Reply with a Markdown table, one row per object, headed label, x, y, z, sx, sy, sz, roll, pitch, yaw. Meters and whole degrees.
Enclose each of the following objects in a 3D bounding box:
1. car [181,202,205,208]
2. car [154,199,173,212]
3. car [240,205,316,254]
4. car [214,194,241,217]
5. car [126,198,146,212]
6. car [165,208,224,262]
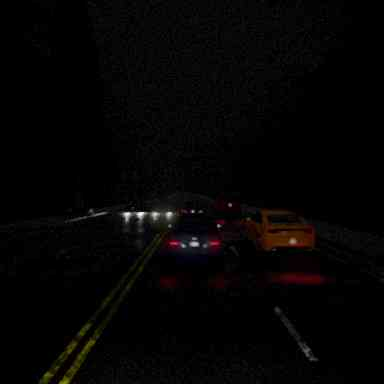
| label | x | y | z | sx | sy | sz | roll | pitch | yaw |
| --- | --- | --- | --- | --- | --- | --- | --- | --- | --- |
| car | 0.086 | 1.560 | 28.029 | 2.033 | 1.411 | 5.357 | 0 | 0 | 0 |
| car | -3.345 | 1.521 | 39.253 | 1.882 | 1.535 | 5.008 | 0 | 0 | 0 |
| car | 3.331 | 1.473 | 13.413 | 1.882 | 1.535 | 5.008 | 0 | 0 | 0 |
| car | 3.344 | 1.243 | 31.827 | 2.150 | 2.045 | 5.566 | 0 | 0 | 0 |
| car | -6.595 | 1.549 | 39.496 | 1.837 | 1.490 | 4.892 | 0 | 0 | 0 |
| car | 0.080 | 1.542 | 12.007 | 2.033 | 1.411 | 5.357 | 0 | 0 | 0 |
